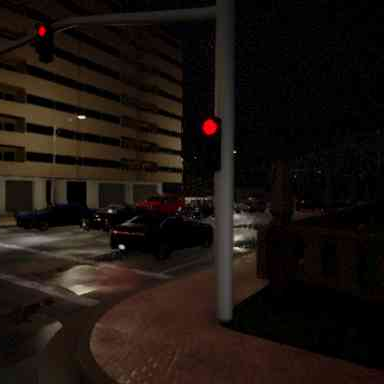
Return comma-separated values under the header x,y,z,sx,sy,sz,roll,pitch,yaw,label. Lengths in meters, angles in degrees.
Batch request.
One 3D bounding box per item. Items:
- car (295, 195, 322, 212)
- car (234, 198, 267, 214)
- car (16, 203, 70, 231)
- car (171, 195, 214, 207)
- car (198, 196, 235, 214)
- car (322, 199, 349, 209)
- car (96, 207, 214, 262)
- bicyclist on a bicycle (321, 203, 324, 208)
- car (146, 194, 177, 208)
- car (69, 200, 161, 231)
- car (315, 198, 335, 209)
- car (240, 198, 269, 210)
x,y,z,sx,sy,sz,roll,pitch,yaw,label
14.799,1.338,42.057,2.150,2.045,5.566,0,0,34,car
6.344,1.664,36.010,1.895,1.301,4.718,0,0,34,car
-8.208,1.456,20.649,1.882,1.535,5.008,0,0,34,car
0.693,1.385,27.620,2.097,1.767,4.553,0,0,34,car
2.790,1.390,36.992,2.097,1.767,4.553,0,0,34,car
17.389,1.614,39.645,1.882,1.535,5.008,0,0,35,car
-0.884,1.529,12.558,2.128,1.511,4.902,0,0,33,car
7.023,1.389,17.346,1.656,1.620,0.582,0,0,34,bicyclist on a bicycle
-2.671,1.230,28.883,2.150,2.045,5.566,0,0,34,car
-4.443,1.496,19.976,2.128,1.511,4.902,0,0,34,car
19.974,1.708,49.851,1.994,1.385,4.181,0,0,34,car
8.634,1.561,45.613,2.128,1.511,4.902,0,0,34,car
